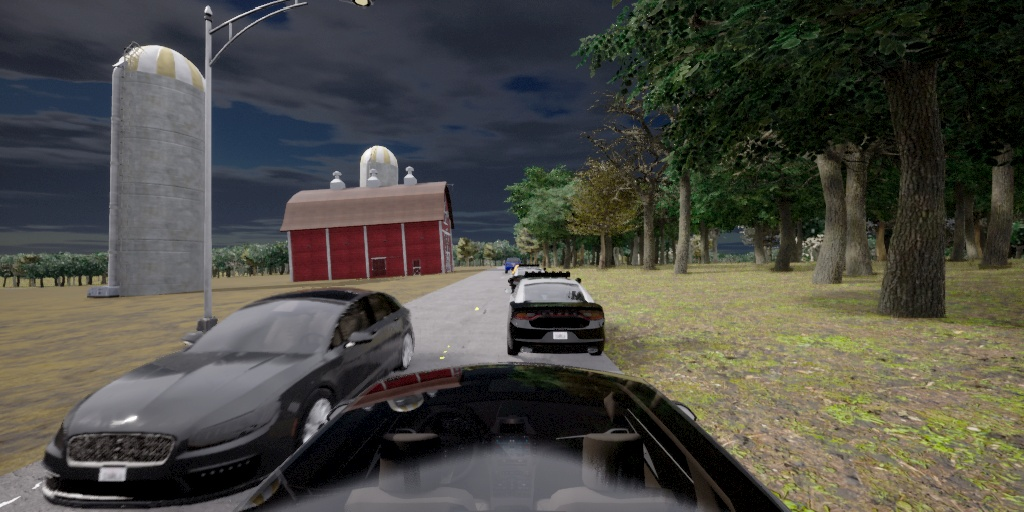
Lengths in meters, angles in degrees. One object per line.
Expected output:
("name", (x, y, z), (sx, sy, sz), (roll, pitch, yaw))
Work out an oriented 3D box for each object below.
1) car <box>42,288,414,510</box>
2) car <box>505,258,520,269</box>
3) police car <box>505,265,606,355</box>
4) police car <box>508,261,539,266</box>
("car", (-2.739, 1.257, 4.895), (1.837, 1.490, 4.892), (0, 0, 0))
("car", (0.207, 1.265, 47.309), (2.150, 2.045, 5.566), (0, 0, 0))
("police car", (0.851, 1.187, 8.828), (1.930, 1.638, 5.238), (0, 0, 0))
("police car", (0.888, 1.231, 18.832), (1.930, 1.638, 5.238), (0, 0, 0))
